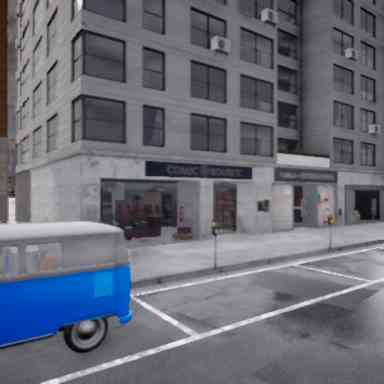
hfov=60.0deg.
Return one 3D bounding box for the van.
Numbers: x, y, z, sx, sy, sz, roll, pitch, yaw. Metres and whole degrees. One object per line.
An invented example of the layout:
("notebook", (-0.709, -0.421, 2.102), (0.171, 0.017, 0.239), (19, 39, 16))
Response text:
("van", (-2.804, 1.342, 4.531), (3.998, 1.788, 1.690), (0, 0, -35))
